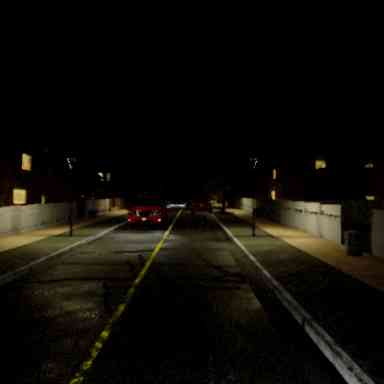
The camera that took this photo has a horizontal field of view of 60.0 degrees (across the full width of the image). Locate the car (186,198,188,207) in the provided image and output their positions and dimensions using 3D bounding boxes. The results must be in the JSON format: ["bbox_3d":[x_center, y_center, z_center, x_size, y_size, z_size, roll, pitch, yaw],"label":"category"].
[{"bbox_3d":[-0.010,1.681,51.986,1.895,1.301,4.718,0,0,0],"label":"car"}]

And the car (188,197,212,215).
[{"bbox_3d":[0.916,1.345,34.220,2.097,1.767,4.553,-3,-1,0],"label":"car"}]

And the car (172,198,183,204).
[{"bbox_3d":[-2.776,1.711,64.108,1.895,1.301,4.718,0,0,0],"label":"car"}]

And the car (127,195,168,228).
[{"bbox_3d":[-2.853,1.248,22.514,2.150,2.045,5.566,0,0,0],"label":"car"}]

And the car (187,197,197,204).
[{"bbox_3d":[-0.012,1.644,65.621,1.812,1.442,4.674,0,0,0],"label":"car"}]
